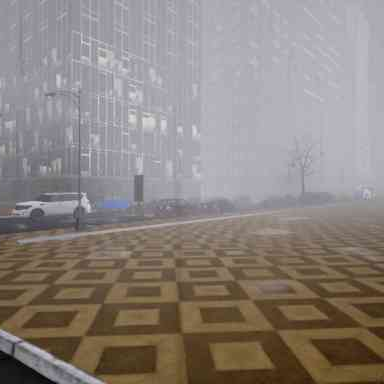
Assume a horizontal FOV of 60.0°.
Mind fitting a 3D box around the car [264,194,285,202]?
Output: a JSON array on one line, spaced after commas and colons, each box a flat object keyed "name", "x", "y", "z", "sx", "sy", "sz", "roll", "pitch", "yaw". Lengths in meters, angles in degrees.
[{"name": "car", "x": 14.593, "y": 1.056, "z": 58.585, "sx": 1.947, "sy": 1.339, "sz": 4.313, "roll": 1, "pitch": 1, "yaw": 41}]

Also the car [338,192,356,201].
[{"name": "car", "x": 28.453, "y": 0.957, "z": 61.905, "sx": 1.752, "sy": 1.417, "sz": 4.829, "roll": 1, "pitch": 1, "yaw": 41}]

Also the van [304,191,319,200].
[{"name": "van", "x": 25.680, "y": 0.694, "z": 71.557, "sx": 1.690, "sy": 1.788, "sz": 3.998, "roll": 1, "pitch": 1, "yaw": 41}]

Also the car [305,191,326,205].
[{"name": "car", "x": 17.258, "y": 0.885, "z": 48.798, "sx": 2.192, "sy": 1.841, "sz": 5.009, "roll": 1, "pitch": 1, "yaw": 41}]

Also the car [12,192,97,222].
[{"name": "car", "x": -10.478, "y": 1.059, "z": 25.261, "sx": 2.150, "sy": 2.045, "sz": 5.566, "roll": 0, "pitch": 1, "yaw": 41}]

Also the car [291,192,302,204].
[{"name": "car", "x": 13.898, "y": 1.102, "z": 48.864, "sx": 1.812, "sy": 1.442, "sz": 4.674, "roll": 0, "pitch": 1, "yaw": 41}]

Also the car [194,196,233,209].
[{"name": "car", "x": 2.711, "y": 1.220, "z": 40.686, "sx": 2.033, "sy": 1.411, "sz": 5.357, "roll": 0, "pitch": 1, "yaw": 41}]

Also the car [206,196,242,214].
[{"name": "car", "x": 2.527, "y": 1.320, "z": 31.459, "sx": 1.947, "sy": 1.339, "sz": 4.313, "roll": 1, "pitch": 1, "yaw": 41}]

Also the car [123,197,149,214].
[{"name": "car", "x": -4.038, "y": 1.357, "z": 32.797, "sx": 1.895, "sy": 1.301, "sz": 4.718, "roll": 0, "pitch": 1, "yaw": 41}]

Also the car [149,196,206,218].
[{"name": "car", "x": -1.125, "y": 1.240, "z": 27.096, "sx": 1.967, "sy": 1.590, "sz": 4.097, "roll": 1, "pitch": 1, "yaw": 41}]

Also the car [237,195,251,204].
[{"name": "car", "x": 7.202, "y": 1.148, "z": 49.934, "sx": 1.947, "sy": 1.339, "sz": 4.313, "roll": 1, "pitch": 1, "yaw": 41}]

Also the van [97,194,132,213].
[{"name": "van", "x": -7.669, "y": 1.106, "z": 32.711, "sx": 1.690, "sy": 1.788, "sz": 3.998, "roll": 1, "pitch": 1, "yaw": 41}]

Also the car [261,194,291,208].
[{"name": "car", "x": 9.866, "y": 1.244, "z": 40.151, "sx": 1.802, "sy": 1.307, "sz": 4.206, "roll": 1, "pitch": 1, "yaw": 41}]

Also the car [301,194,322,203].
[{"name": "car", "x": 20.265, "y": 1.062, "z": 56.325, "sx": 1.994, "sy": 1.385, "sz": 4.181, "roll": 0, "pitch": 1, "yaw": 41}]

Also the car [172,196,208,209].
[{"name": "car", "x": -0.194, "y": 1.218, "z": 41.291, "sx": 1.887, "sy": 1.381, "sz": 4.507, "roll": 1, "pitch": 1, "yaw": 41}]

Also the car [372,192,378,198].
[{"name": "car", "x": 43.151, "y": 0.704, "z": 79.641, "sx": 1.801, "sy": 1.575, "sz": 5.366, "roll": 0, "pitch": 1, "yaw": 41}]

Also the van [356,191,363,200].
[{"name": "van", "x": 35.735, "y": 0.683, "z": 70.424, "sx": 1.690, "sy": 1.788, "sz": 3.998, "roll": 1, "pitch": 1, "yaw": 41}]

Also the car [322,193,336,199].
[{"name": "car", "x": 33.070, "y": 0.828, "z": 80.212, "sx": 1.947, "sy": 1.339, "sz": 4.313, "roll": 1, "pitch": 1, "yaw": 41}]

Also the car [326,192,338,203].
[{"name": "car", "x": 20.953, "y": 0.839, "z": 53.123, "sx": 2.192, "sy": 1.841, "sz": 5.009, "roll": 1, "pitch": 1, "yaw": 41}]
